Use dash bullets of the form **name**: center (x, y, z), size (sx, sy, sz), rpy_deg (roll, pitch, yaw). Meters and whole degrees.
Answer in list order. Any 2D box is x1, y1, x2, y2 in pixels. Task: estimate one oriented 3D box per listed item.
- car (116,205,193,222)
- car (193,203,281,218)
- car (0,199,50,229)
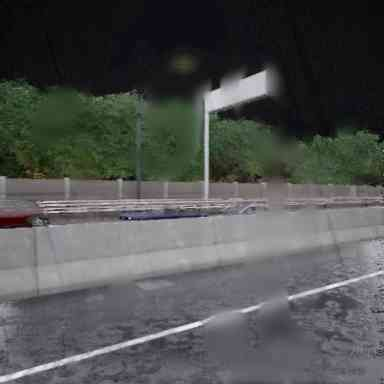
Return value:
- **car**: center (-1.881, 1.458, 19.168), size (4.718, 1.301, 1.895), rpy_deg (0, 0, -35)
- **car**: center (2.805, 1.366, 18.142), size (4.902, 1.511, 2.128), rpy_deg (0, 0, -35)
- **car**: center (-10.158, 1.216, 17.724), size (4.553, 1.767, 2.097), rpy_deg (0, 1, -35)
